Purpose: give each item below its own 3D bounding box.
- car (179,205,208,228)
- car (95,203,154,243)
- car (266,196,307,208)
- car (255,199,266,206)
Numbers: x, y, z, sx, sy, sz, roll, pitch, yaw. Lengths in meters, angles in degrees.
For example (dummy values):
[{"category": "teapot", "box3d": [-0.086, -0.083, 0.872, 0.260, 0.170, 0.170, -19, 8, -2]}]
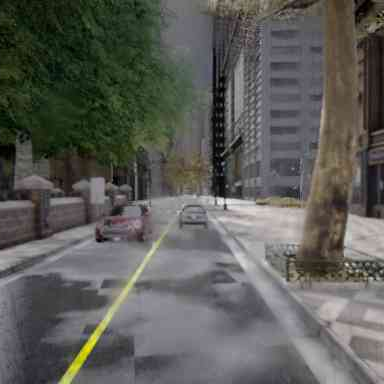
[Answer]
[{"category": "car", "box3d": [0.104, 1.552, 21.885, 2.033, 1.411, 5.357, 0, 0, 0]}, {"category": "car", "box3d": [-3.089, 1.352, 15.969, 2.097, 1.767, 4.553, 0, 0, 0]}, {"category": "car", "box3d": [12.362, 1.348, 42.347, 4.829, 1.417, 1.752, -1, 1, 0]}, {"category": "car", "box3d": [12.046, 1.338, 50.873, 4.829, 1.417, 1.752, -1, 1, 0]}]
